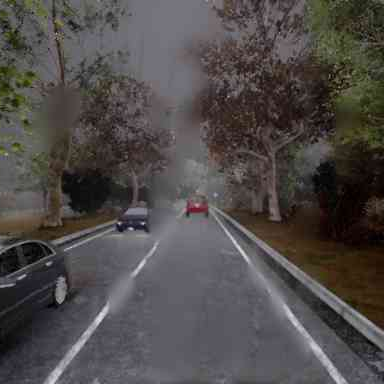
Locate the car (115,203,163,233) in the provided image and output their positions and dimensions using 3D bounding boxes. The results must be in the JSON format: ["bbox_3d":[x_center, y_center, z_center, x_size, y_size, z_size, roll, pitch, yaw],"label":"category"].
[{"bbox_3d":[-3.269,1.622,20.753,2.033,1.411,5.357,0,0,1],"label":"car"}]

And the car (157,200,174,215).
[{"bbox_3d":[-2.960,1.654,35.604,1.837,1.490,4.892,0,-1,1],"label":"car"}]

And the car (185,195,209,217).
[{"bbox_3d":[0.518,1.357,33.014,2.150,2.045,5.566,0,0,1],"label":"car"}]

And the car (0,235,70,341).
[{"bbox_3d":[-3.532,1.538,5.276,1.837,1.490,4.892,0,-1,1],"label":"car"}]

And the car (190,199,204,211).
[{"bbox_3d":[0.775,1.813,46.945,1.837,1.490,4.892,0,-1,1],"label":"car"}]
